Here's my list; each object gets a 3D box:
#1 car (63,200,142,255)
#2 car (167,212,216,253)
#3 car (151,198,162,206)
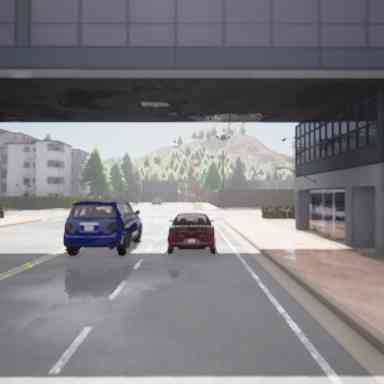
[{"bbox_3d":[-3.507,1.354,14.001,2.150,2.045,5.566,0,0,0],"label":"car"},{"bbox_3d":[-0.004,1.620,14.476,1.882,1.535,5.008,0,0,0],"label":"car"},{"bbox_3d":[-7.698,2.189,72.486,1.837,1.490,4.892,0,-1,0],"label":"car"}]
